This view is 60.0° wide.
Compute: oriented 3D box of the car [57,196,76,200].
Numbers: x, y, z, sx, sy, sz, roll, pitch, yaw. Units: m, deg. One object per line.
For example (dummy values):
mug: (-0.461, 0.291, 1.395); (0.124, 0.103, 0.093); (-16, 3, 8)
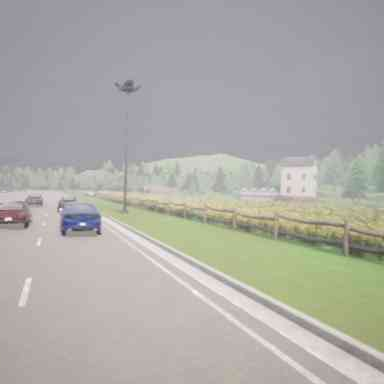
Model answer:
car: (-12.421, 1.157, 33.396); (2.128, 1.511, 4.902); (1, 0, -22)

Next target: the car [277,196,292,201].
car: (24.009, 1.790, 86.777); (1.932, 1.855, 4.605); (1, 0, -22)

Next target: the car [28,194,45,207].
car: (-19.164, 0.979, 40.627); (2.128, 1.511, 4.902); (1, 0, -22)

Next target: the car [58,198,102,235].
car: (-6.021, 1.314, 17.873); (1.882, 1.535, 5.008); (1, 0, -22)

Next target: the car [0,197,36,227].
car: (-10.507, 1.246, 19.671); (1.812, 1.442, 4.674); (1, 0, -22)
